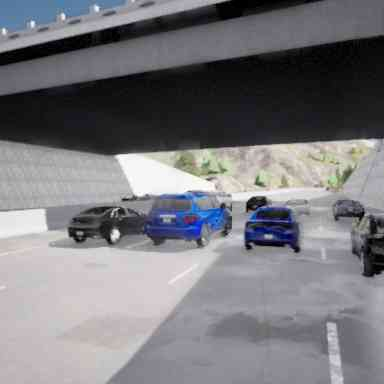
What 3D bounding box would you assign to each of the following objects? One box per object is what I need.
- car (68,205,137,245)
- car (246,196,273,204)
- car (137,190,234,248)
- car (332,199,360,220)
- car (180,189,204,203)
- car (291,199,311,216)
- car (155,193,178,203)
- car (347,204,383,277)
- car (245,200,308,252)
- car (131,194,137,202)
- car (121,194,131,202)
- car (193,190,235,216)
[{"bbox_3d":[-3.415,1.366,14.965,1.837,1.490,4.892,0,-1,21],"label":"car"},{"bbox_3d":[6.331,1.076,30.858,1.882,1.535,5.008,0,1,21],"label":"car"},{"bbox_3d":[0.090,1.064,14.341,2.150,2.045,5.566,0,1,21],"label":"car"},{"bbox_3d":[10.987,1.185,23.464,2.033,1.411,5.357,0,1,21],"label":"car"},{"bbox_3d":[0.066,0.622,54.303,2.150,2.045,5.566,0,0,21],"label":"car"},{"bbox_3d":[8.538,1.224,26.834,1.895,1.301,4.718,0,1,21],"label":"car"},{"bbox_3d":[-4.082,0.973,53.260,1.812,1.442,4.674,0,1,21],"label":"car"},{"bbox_3d":[5.666,1.321,9.347,1.882,1.535,5.008,0,0,21],"label":"car"},{"bbox_3d":[3.409,1.300,13.223,1.882,1.535,5.008,0,0,21],"label":"car"},{"bbox_3d":[-7.405,0.957,54.362,2.128,1.511,4.902,0,1,21],"label":"car"},{"bbox_3d":[-10.087,1.008,57.111,2.033,1.411,5.357,0,1,21],"label":"car"},{"bbox_3d":[2.072,0.877,29.525,2.150,2.045,5.566,0,1,21],"label":"car"}]
